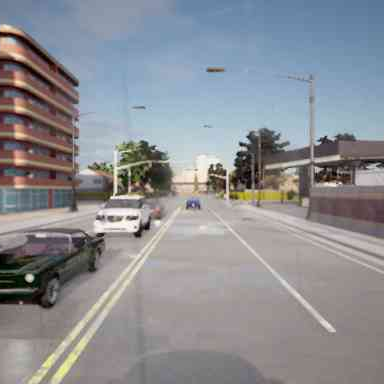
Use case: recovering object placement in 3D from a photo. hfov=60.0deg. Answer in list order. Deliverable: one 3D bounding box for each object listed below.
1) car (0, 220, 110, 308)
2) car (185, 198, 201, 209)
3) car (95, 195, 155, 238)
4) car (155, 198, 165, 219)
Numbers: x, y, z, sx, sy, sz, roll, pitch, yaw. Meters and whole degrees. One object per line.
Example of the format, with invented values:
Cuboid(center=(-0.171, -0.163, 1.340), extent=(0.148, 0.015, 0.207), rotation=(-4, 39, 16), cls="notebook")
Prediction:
Cuboid(center=(-3.576, 1.594, 8.002), extent=(1.895, 1.301, 4.718), rotation=(0, 0, 0), cls="car")
Cuboid(center=(0.189, 1.456, 43.556), extent=(1.812, 1.442, 4.674), rotation=(0, 0, 0), cls="car")
Cuboid(center=(-3.541, 1.197, 18.024), extent=(2.150, 2.045, 5.566), rotation=(0, 0, 0), cls="car")
Cuboid(center=(-3.474, 1.311, 28.155), extent=(2.097, 1.767, 4.553), rotation=(0, 0, 1), cls="car")
